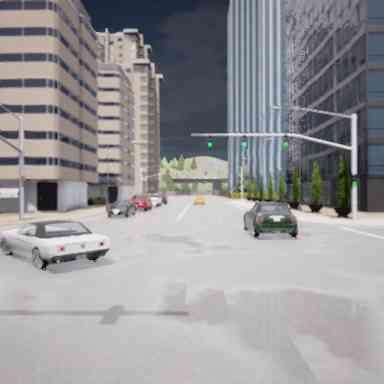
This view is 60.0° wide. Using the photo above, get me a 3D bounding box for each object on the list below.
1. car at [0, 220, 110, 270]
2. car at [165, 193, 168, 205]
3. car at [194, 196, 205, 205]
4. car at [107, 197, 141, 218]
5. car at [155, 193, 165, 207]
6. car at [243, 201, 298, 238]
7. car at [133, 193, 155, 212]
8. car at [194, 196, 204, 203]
[{"bbox_3d":[-4.787,1.594,11.144,4.718,1.301,1.895,0,0,44],"label":"car"},{"bbox_3d":[-5.718,1.243,61.569,2.150,2.045,5.566,0,0,1],"label":"car"},{"bbox_3d":[1.349,1.480,59.810,1.882,1.535,5.008,0,0,1],"label":"car"},{"bbox_3d":[-6.436,1.513,30.841,2.128,1.511,4.902,0,0,1],"label":"car"},{"bbox_3d":[-5.973,1.243,50.884,2.150,2.045,5.566,0,0,3],"label":"car"},{"bbox_3d":[3.992,1.299,17.583,2.097,1.767,4.553,0,0,1],"label":"car"},{"bbox_3d":[-6.237,1.244,40.412,2.150,2.045,5.566,0,0,1],"label":"car"},{"bbox_3d":[1.504,1.543,72.427,2.033,1.411,5.357,0,0,1],"label":"car"}]
